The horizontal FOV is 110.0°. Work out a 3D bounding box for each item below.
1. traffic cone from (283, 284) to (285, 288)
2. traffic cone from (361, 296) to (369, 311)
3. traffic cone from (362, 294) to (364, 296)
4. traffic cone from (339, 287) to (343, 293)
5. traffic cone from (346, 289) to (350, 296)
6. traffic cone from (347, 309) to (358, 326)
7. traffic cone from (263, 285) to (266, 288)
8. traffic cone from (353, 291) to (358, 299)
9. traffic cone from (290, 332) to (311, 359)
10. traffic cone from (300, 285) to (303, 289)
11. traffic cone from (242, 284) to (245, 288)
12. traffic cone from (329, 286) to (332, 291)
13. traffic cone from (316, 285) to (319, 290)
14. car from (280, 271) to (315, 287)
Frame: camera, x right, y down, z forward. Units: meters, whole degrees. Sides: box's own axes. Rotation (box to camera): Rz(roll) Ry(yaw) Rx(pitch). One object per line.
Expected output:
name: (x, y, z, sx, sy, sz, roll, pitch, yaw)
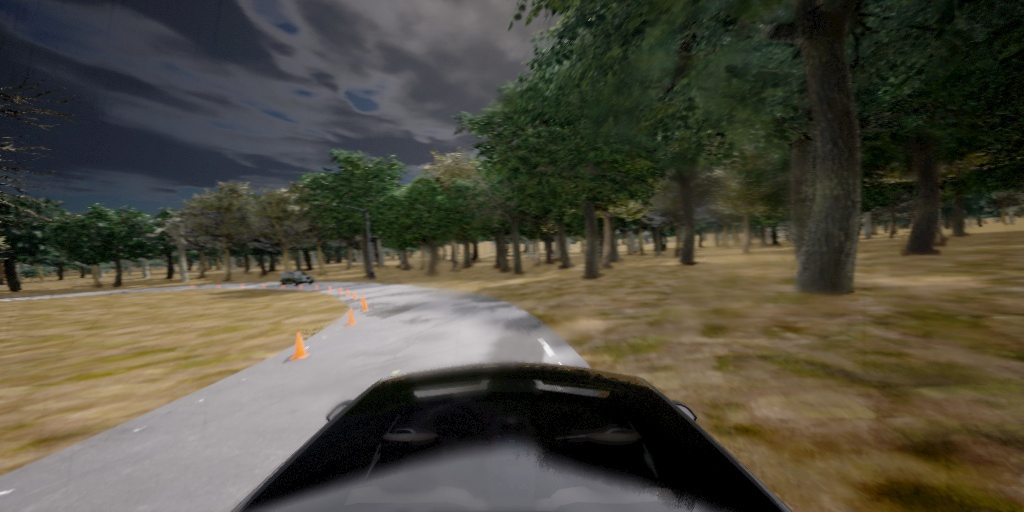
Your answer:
traffic cone: (-30.153, 3.950, 47.365, 0.340, 0.580, 0.340, 0, 0, 32)
traffic cone: (-7.206, 2.389, 17.648, 0.340, 0.580, 0.340, 0, 0, -20)
traffic cone: (-9.072, 2.608, 21.939, 0.340, 0.580, 0.340, 0, 0, -27)
traffic cone: (-16.476, 3.263, 34.529, 0.340, 0.580, 0.340, 0, 0, -35)
traffic cone: (-13.941, 3.074, 30.508, 0.340, 0.580, 0.340, 0, 0, -30)
traffic cone: (-5.856, 2.225, 13.167, 0.340, 0.580, 0.340, 0, 0, -14)
traffic cone: (-34.299, 4.101, 49.623, 0.340, 0.580, 0.340, 0, 0, 26)
traffic cone: (-11.447, 2.857, 26.176, 0.340, 0.580, 0.340, 0, 0, -30)
traffic cone: (-5.042, 2.115, 8.556, 0.340, 0.580, 0.340, 0, 0, -7)
traffic cone: (-26.259, 3.789, 44.698, 0.340, 0.580, 0.340, 0, 0, 37)
traffic cone: (-38.653, 4.262, 51.448, 0.340, 0.580, 0.340, 0, 0, 20)
traffic cone: (-19.385, 3.445, 38.246, 0.340, 0.580, 0.340, 0, 0, -41)
traffic cone: (-22.657, 3.620, 41.648, 0.340, 0.580, 0.340, 0, 0, 43)
car: (-29.775, 3.093, 49.591, 5.566, 2.045, 2.150, -2, 3, 30)
